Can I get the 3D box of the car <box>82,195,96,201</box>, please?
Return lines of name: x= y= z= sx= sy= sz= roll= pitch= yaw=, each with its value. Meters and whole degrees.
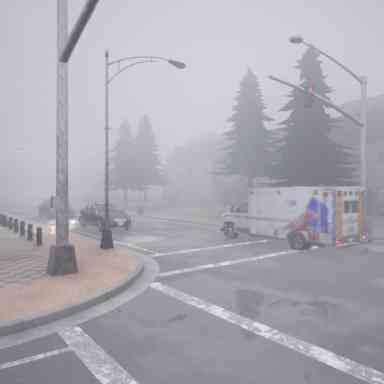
car: x=-24.813 y=1.399 z=80.062 sx=1.970 sy=1.475 sz=3.806 roll=0 pitch=0 yaw=-37

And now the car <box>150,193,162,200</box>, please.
car: x=-7.783 y=1.112 z=83.312 sx=1.932 sy=1.855 sz=4.605 roll=0 pitch=0 yaw=-37

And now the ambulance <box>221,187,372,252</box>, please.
ambulance: x=3.979 y=1.046 z=14.343 sx=2.351 sy=2.431 sz=6.366 roll=0 pitch=0 yaw=-38

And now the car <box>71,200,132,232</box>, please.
car: x=-5.447 y=1.506 z=20.486 sx=2.128 sy=1.511 sz=4.902 roll=0 pitch=0 yaw=-37

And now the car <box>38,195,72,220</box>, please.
car: x=-11.740 y=1.367 z=28.790 sx=2.097 sy=1.767 sz=4.553 roll=0 pitch=0 yaw=-38

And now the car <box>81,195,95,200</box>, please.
car: x=-22.775 y=1.389 z=72.329 sx=1.845 sy=1.501 sz=3.633 roll=0 pitch=0 yaw=-37
